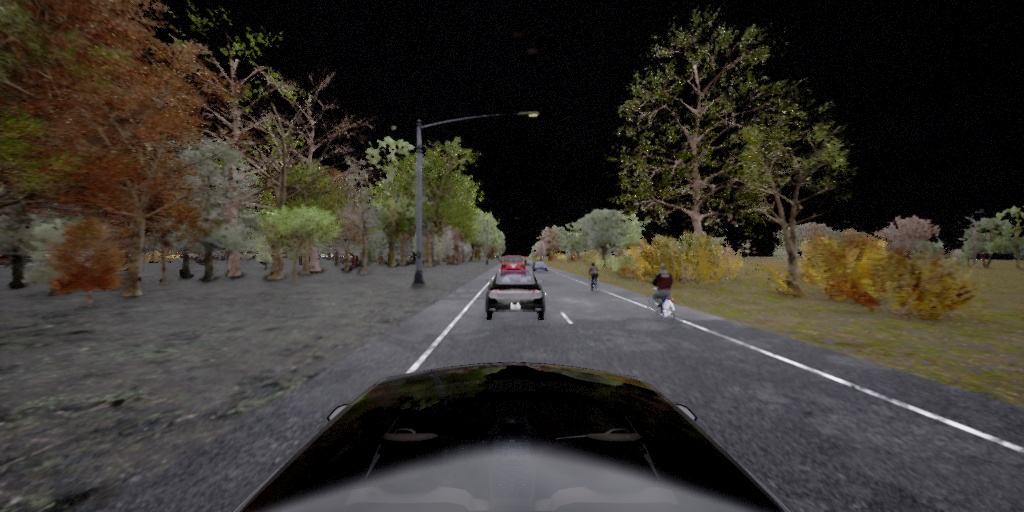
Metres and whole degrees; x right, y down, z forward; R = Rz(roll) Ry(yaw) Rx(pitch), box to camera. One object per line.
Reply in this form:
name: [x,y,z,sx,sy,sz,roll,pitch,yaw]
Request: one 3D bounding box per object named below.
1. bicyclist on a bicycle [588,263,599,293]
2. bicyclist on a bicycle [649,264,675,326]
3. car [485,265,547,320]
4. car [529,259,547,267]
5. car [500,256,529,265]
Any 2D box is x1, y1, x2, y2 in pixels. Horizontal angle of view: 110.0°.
bicyclist on a bicycle: [4.477,1.207,19.632,0.582,1.620,1.656,0,0,0]
bicyclist on a bicycle: [4.472,1.123,10.821,0.659,1.776,1.843,0,0,0]
car: [0.105,1.244,12.648,2.128,1.511,4.902,0,0,0]
car: [3.625,1.310,47.597,2.033,1.411,5.357,0,0,0]
car: [0.115,0.979,31.834,2.150,2.045,5.566,0,0,0]
